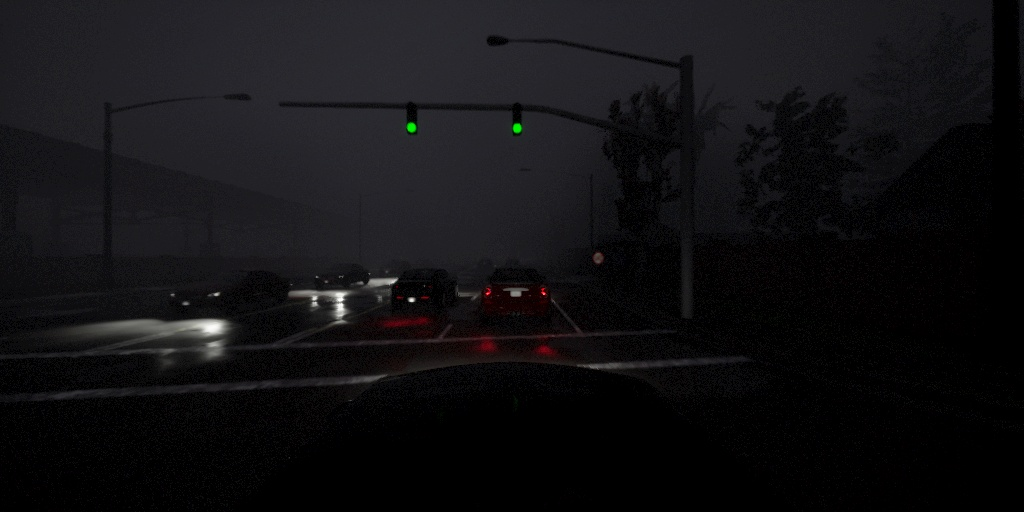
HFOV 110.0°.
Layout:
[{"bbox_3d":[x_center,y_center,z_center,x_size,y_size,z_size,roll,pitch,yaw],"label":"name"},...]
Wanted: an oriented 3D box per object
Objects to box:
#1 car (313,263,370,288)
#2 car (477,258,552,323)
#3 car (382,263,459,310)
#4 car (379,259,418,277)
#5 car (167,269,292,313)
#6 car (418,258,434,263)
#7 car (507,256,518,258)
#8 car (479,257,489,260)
[{"bbox_3d":[-10.518,1.170,22.640,1.812,1.442,4.674,0,0,0],"label":"car"},{"bbox_3d":[0.115,1.070,12.224,2.097,1.767,4.553,0,0,0],"label":"car"},{"bbox_3d":[-3.381,1.206,14.513,1.837,1.490,4.892,0,1,0],"label":"car"},{"bbox_3d":[-10.455,1.023,32.408,2.128,1.511,4.902,0,1,0],"label":"car"},{"bbox_3d":[-10.558,1.241,13.919,1.812,1.442,4.674,0,0,0],"label":"car"},{"bbox_3d":[-10.440,0.942,42.281,1.994,1.385,4.181,0,1,0],"label":"car"},{"bbox_3d":[0.065,0.799,45.722,2.128,1.511,4.902,0,1,0],"label":"car"},{"bbox_3d":[-3.434,0.858,46.734,1.994,1.385,4.181,0,1,0],"label":"car"}]
